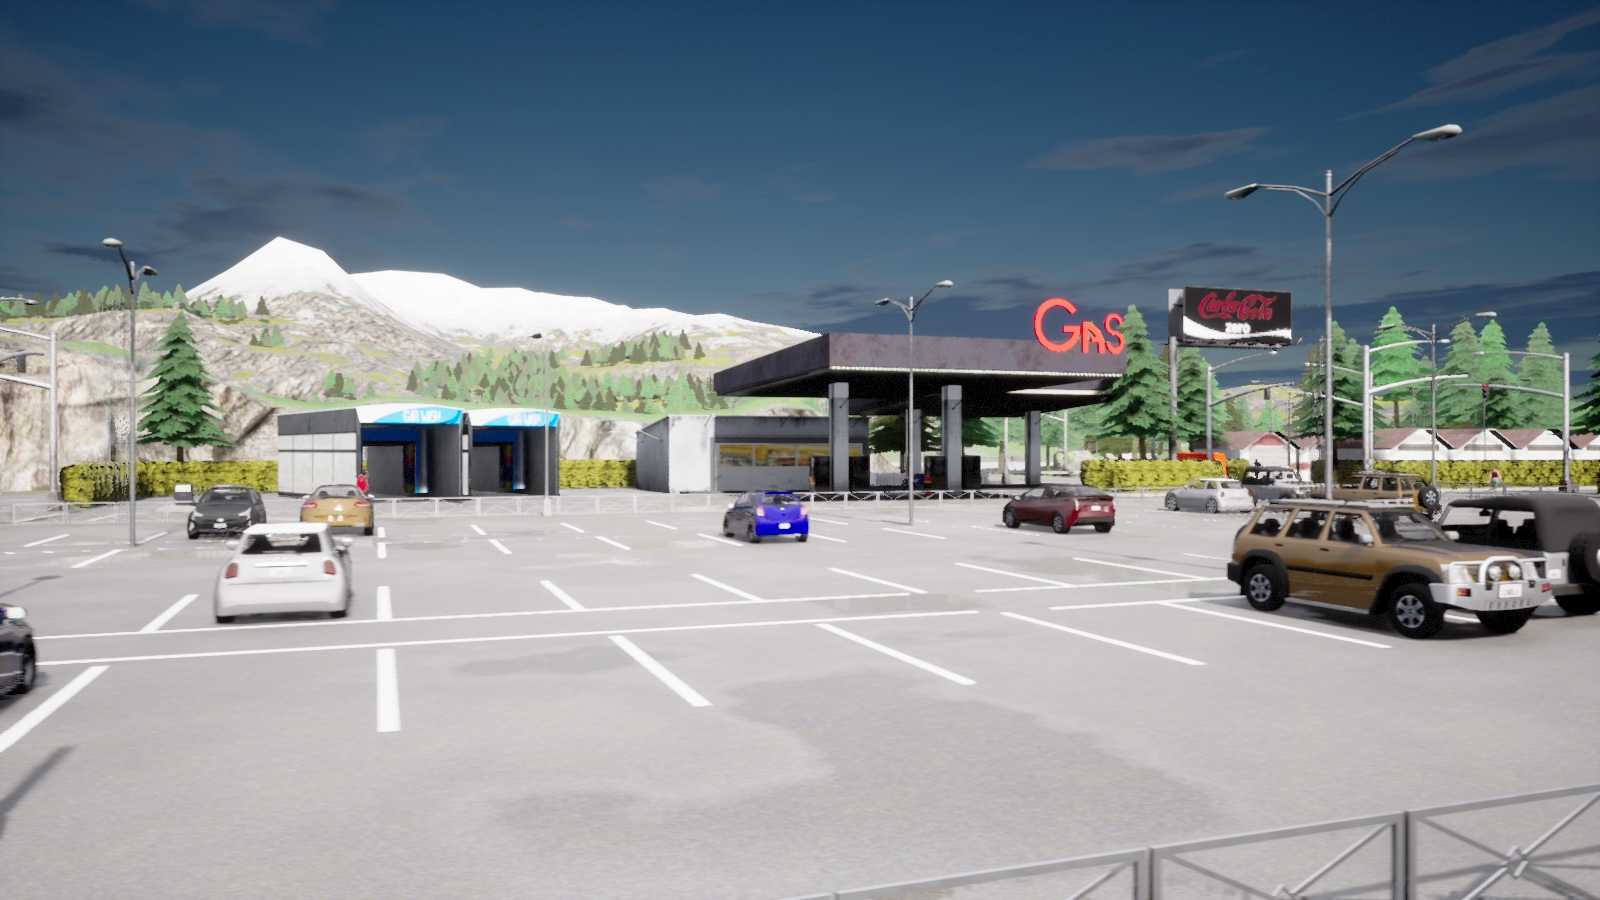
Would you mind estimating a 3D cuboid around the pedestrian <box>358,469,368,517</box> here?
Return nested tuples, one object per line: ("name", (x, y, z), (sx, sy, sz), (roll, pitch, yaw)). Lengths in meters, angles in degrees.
("pedestrian", (-17.272, 1.691, 45.126), (0.375, 1.860, 0.375), (0, 0, -20))

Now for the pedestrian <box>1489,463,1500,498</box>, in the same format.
("pedestrian", (37.936, 1.662, 62.424), (0.375, 1.860, 0.375), (0, 0, -36))
